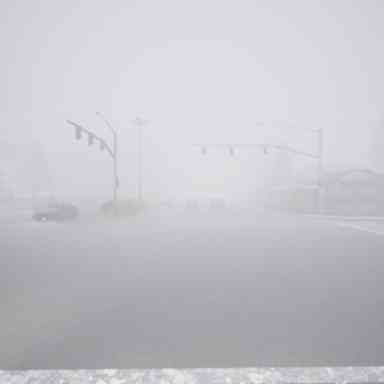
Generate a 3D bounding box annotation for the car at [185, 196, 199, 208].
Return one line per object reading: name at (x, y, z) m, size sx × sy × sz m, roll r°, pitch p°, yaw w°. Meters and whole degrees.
car at (-0.021, 1.487, 45.948) m, size 2.033 × 1.411 × 5.357 m, roll 0°, pitch 0°, yaw 0°

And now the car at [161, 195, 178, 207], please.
car at (-3.532, 1.537, 49.799) m, size 1.895 × 1.301 × 4.718 m, roll 0°, pitch 0°, yaw 0°

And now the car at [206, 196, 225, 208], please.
car at (3.478, 1.486, 45.964) m, size 2.033 × 1.411 × 5.357 m, roll 0°, pitch 0°, yaw 0°

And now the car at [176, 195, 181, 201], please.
car at (-3.710, 1.373, 80.447) m, size 1.882 × 1.535 × 5.008 m, roll 0°, pitch 0°, yaw 0°

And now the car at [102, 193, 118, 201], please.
car at (-17.691, 1.053, 72.052) m, size 2.128 × 1.511 × 4.902 m, roll 0°, pitch 0°, yaw 0°

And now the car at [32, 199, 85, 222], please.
car at (-10.670, 1.519, 26.532) m, size 2.033 × 1.411 × 5.357 m, roll 0°, pitch 0°, yaw 0°

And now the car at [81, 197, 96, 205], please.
car at (-17.725, 1.498, 56.534) m, size 1.994 × 1.385 × 4.181 m, roll 0°, pitch 0°, yaw 0°

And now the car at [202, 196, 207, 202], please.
car at (3.316, 1.459, 72.492) m, size 1.994 × 1.385 × 4.181 m, roll 0°, pitch 0°, yaw 0°

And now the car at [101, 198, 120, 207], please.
car at (-10.711, 1.494, 44.904) m, size 2.033 × 1.411 × 5.357 m, roll 0°, pitch 0°, yaw 0°

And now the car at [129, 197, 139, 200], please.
car at (-10.719, 1.525, 60.987) m, size 1.895 × 1.301 × 4.718 m, roll 0°, pitch 0°, yaw 0°

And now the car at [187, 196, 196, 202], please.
car at (-0.182, 1.502, 72.223) m, size 1.895 × 1.301 × 4.718 m, roll 0°, pitch 0°, yaw 0°
